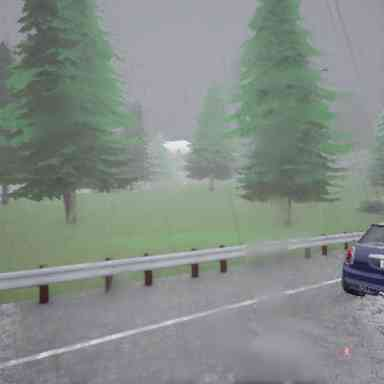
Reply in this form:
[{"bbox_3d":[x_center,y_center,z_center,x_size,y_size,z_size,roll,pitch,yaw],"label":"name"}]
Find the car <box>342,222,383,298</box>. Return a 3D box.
[{"bbox_3d":[5.403,1.380,7.347,4.553,1.767,2.097,0,0,-34],"label":"car"}]
